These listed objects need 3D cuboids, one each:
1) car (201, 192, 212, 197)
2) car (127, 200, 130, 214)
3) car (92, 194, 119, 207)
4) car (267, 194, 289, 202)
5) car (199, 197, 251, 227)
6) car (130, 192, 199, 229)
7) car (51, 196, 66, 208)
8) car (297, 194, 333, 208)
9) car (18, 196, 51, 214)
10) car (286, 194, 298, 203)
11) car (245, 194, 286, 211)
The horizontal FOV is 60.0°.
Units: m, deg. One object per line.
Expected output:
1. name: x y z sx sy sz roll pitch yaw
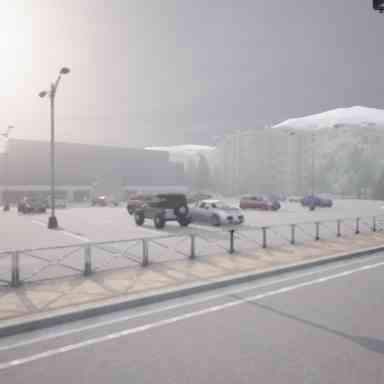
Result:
1. car: 1.220 0.889 52.753 1.932 1.855 4.605 0 0 -36
2. car: -3.617 1.006 27.293 1.932 1.855 4.605 0 0 -36
3. car: -11.260 1.034 43.219 2.152 1.636 5.027 0 0 -36
4. car: 16.360 1.061 63.532 1.845 1.501 3.633 0 0 -36
5. car: 1.384 1.275 20.446 1.970 1.475 3.806 0 0 -36
6. car: -1.670 1.009 18.992 1.905 1.878 3.866 0 0 -36
7. car: -16.270 1.149 39.197 1.970 1.475 3.806 0 0 -36
8. car: 15.016 1.103 39.838 1.845 1.501 3.633 0 0 -36
9. car: -15.107 1.239 31.339 2.007 1.523 4.514 0 0 -36
10. car: 18.294 1.093 55.773 1.970 1.475 3.806 0 0 -36
11. car: 6.894 1.138 34.017 2.007 1.523 4.514 0 0 -36
